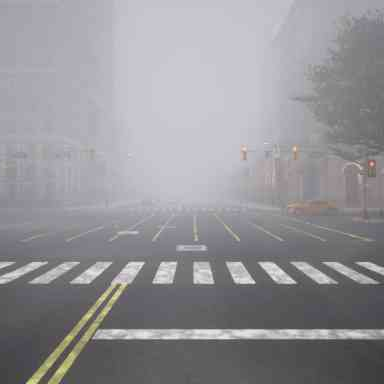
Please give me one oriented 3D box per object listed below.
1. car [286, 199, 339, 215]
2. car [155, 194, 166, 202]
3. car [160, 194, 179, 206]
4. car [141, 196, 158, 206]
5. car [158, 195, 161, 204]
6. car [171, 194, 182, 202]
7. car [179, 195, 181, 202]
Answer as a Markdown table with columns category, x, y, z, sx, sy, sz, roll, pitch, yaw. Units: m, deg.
| category | x | y | z | sx | sy | sz | roll | pitch | yaw |
| --- | --- | --- | --- | --- | --- | --- | --- | --- | --- |
| car | 11.898 | 1.477 | 32.914 | 5.008 | 1.535 | 1.882 | 0 | 0 | 0 |
| car | -6.995 | 1.355 | 74.800 | 2.097 | 1.767 | 4.553 | 0 | 0 | 0 |
| car | -3.683 | 1.478 | 55.423 | 1.882 | 1.535 | 5.008 | 0 | 0 | 0 |
| car | -7.183 | 1.505 | 55.182 | 1.837 | 1.490 | 4.892 | 0 | 0 | 0 |
| car | -7.130 | 1.478 | 64.522 | 1.882 | 1.535 | 5.008 | 0 | 0 | 1 |
| car | -3.493 | 1.355 | 75.053 | 2.097 | 1.767 | 4.553 | 0 | 0 | 0 |
| car | -3.619 | 1.601 | 65.098 | 1.895 | 1.301 | 4.718 | 0 | 0 | 1 |
